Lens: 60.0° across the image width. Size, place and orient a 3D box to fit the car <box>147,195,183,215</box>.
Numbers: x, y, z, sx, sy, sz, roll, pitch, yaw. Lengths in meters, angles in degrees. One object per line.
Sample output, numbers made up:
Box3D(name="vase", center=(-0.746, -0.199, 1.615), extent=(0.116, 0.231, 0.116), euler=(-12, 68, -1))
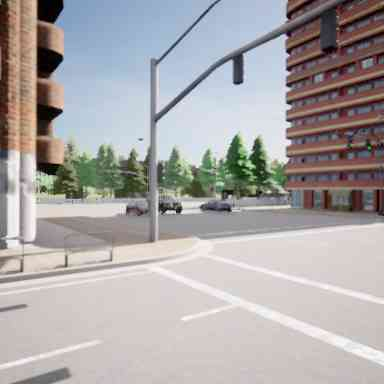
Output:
Box3D(name="car", center=(-3.170, 1.305, 35.937), extent=(2.150, 2.045, 5.566), euler=(0, 0, -35))

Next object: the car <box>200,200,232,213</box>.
Box3D(name="car", center=(2.767, 1.693, 39.708), extent=(1.994, 1.385, 4.181), euler=(0, -1, -35))

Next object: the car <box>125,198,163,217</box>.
Box3D(name="car", center=(-5.007, 1.591, 32.435), extent=(1.812, 1.442, 4.674), euler=(0, 0, -35))
